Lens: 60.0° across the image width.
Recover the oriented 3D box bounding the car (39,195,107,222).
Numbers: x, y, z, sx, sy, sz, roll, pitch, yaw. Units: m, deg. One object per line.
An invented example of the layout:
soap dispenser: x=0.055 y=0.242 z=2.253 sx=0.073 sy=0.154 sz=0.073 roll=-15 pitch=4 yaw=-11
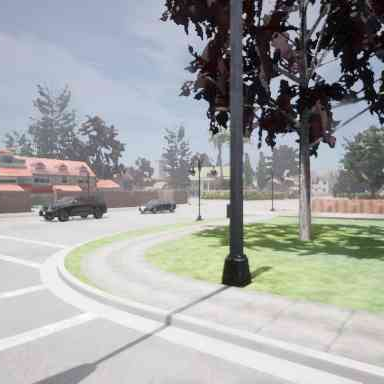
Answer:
car: x=-9.526 y=1.243 z=27.227 sx=2.150 sy=2.045 sz=5.566 roll=0 pitch=0 yaw=34

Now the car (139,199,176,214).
car: x=-3.652 y=1.513 z=35.894 sx=2.128 sy=1.511 sz=4.902 roll=0 pitch=0 yaw=34
